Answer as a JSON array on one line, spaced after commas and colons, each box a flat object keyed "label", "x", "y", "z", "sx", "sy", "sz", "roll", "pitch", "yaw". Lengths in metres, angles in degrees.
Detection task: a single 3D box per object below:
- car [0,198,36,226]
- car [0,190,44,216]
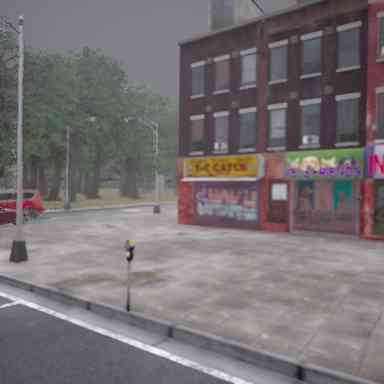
[{"label": "car", "x": -11.467, "y": 1.309, "z": 18.387, "sx": 1.812, "sy": 1.442, "sz": 4.674, "roll": 0, "pitch": 2, "yaw": 30}, {"label": "car", "x": -12.687, "y": 0.901, "z": 21.972, "sx": 2.150, "sy": 2.045, "sz": 5.566, "roll": 1, "pitch": 2, "yaw": 35}]
